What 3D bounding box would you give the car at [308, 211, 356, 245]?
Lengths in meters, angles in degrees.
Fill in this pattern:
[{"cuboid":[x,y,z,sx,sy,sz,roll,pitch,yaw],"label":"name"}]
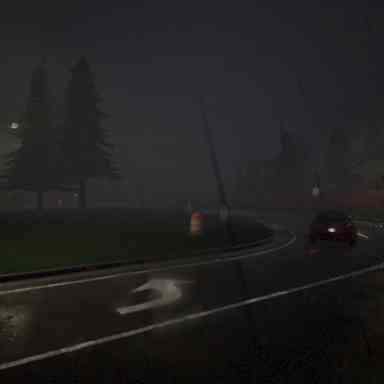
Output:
[{"cuboid":[6.723,1.606,16.049,1.994,1.385,4.181,0,0,22],"label":"car"}]
